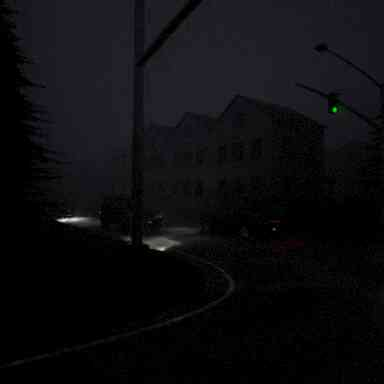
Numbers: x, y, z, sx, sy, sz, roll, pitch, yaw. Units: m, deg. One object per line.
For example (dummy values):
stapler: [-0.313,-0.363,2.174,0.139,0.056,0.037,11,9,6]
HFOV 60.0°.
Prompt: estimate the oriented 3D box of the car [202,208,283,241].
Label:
car: [2.488,1.617,17.805,1.882,1.535,5.008,1,-1,-35]

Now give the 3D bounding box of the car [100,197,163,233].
car: [-3.925,1.317,20.680,2.150,2.045,5.566,1,-1,-35]

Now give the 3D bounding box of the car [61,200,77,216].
car: [-13.138,1.591,33.851,2.128,1.511,4.902,1,-1,-35]
